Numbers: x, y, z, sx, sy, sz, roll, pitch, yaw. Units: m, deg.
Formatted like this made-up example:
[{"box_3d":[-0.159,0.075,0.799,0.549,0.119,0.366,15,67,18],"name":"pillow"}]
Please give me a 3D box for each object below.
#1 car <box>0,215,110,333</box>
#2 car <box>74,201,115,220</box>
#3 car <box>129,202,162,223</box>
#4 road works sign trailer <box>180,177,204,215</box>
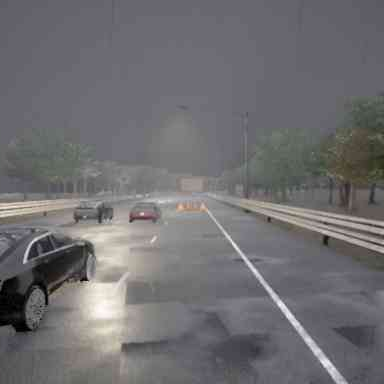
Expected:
[{"box_3d":[-3.402,1.462,6.719,2.128,1.511,4.902,0,0,0],"name":"car"},{"box_3d":[-6.904,1.388,23.833,2.128,1.511,4.902,0,0,0],"name":"car"},{"box_3d":[-3.403,1.456,24.776,1.994,1.385,4.181,0,0,0],"name":"car"},{"box_3d":[-0.006,0.323,32.480,2.380,3.560,2.880,0,0,0],"name":"road works sign trailer"}]
